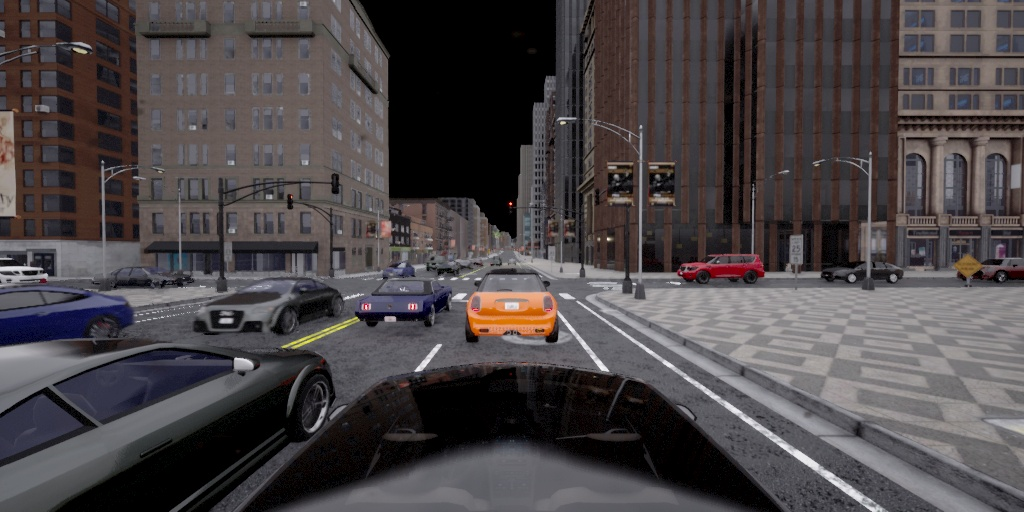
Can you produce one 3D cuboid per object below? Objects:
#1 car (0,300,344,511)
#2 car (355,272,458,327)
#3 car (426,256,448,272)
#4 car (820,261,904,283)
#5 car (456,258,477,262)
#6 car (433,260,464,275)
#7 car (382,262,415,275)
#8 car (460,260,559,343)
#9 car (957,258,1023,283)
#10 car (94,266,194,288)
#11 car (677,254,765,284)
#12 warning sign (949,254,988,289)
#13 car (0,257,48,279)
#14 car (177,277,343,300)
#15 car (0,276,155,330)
[{"bbox_3d":[-3.158,1.314,2.705,1.994,1.385,4.181,0,0,1],"label":"car"},{"bbox_3d":[-3.152,1.350,11.525,1.895,1.301,4.718,0,0,0],"label":"car"},{"bbox_3d":[-9.864,0.996,47.806,2.150,2.045,5.566,0,0,0],"label":"car"},{"bbox_3d":[24.888,1.118,25.588,4.892,1.490,1.837,0,1,0],"label":"car"},{"bbox_3d":[-6.612,1.278,51.290,1.837,1.490,4.892,0,1,0],"label":"car"},{"bbox_3d":[-6.600,1.366,37.547,1.895,1.301,4.718,0,0,-1],"label":"car"},{"bbox_3d":[-9.858,1.286,31.641,1.812,1.442,4.674,0,0,0],"label":"car"},{"bbox_3d":[0.008,1.101,9.874,2.097,1.767,4.553,0,0,0],"label":"car"},{"bbox_3d":[35.006,0.925,25.621,4.553,1.767,2.097,0,1,0],"label":"car"},{"bbox_3d":[-24.114,1.397,23.532,5.357,1.411,2.033,0,1,0],"label":"car"},{"bbox_3d":[14.833,0.875,25.549,5.566,2.045,2.150,0,1,0],"label":"car"},{"bbox_3d":[25.173,0.827,19.787,1.060,1.860,1.300,0,0,0],"label":"warning sign"},{"bbox_3d":[-34.306,1.106,23.585,5.566,2.045,2.150,0,1,0],"label":"car"},{"bbox_3d":[-6.602,1.313,10.282,1.994,1.385,4.181,0,0,0],"label":"car"},{"bbox_3d":[-9.851,1.275,6.580,1.812,1.442,4.674,0,0,0],"label":"car"}]
